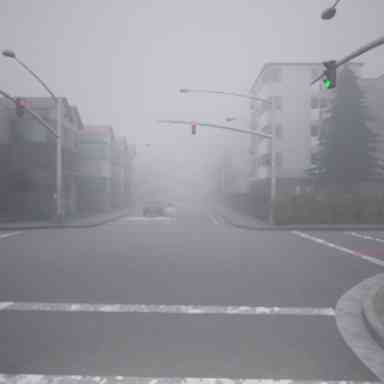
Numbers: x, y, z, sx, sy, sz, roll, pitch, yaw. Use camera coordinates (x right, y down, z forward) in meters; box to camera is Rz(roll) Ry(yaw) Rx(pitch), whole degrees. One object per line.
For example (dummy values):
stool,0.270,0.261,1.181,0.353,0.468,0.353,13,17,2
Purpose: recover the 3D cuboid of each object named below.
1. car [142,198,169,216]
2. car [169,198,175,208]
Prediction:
car,-3.581,1.486,32.106,1.837,1.490,4.892,0,0,0
car,-3.532,1.573,48.702,1.895,1.301,4.718,0,0,1
